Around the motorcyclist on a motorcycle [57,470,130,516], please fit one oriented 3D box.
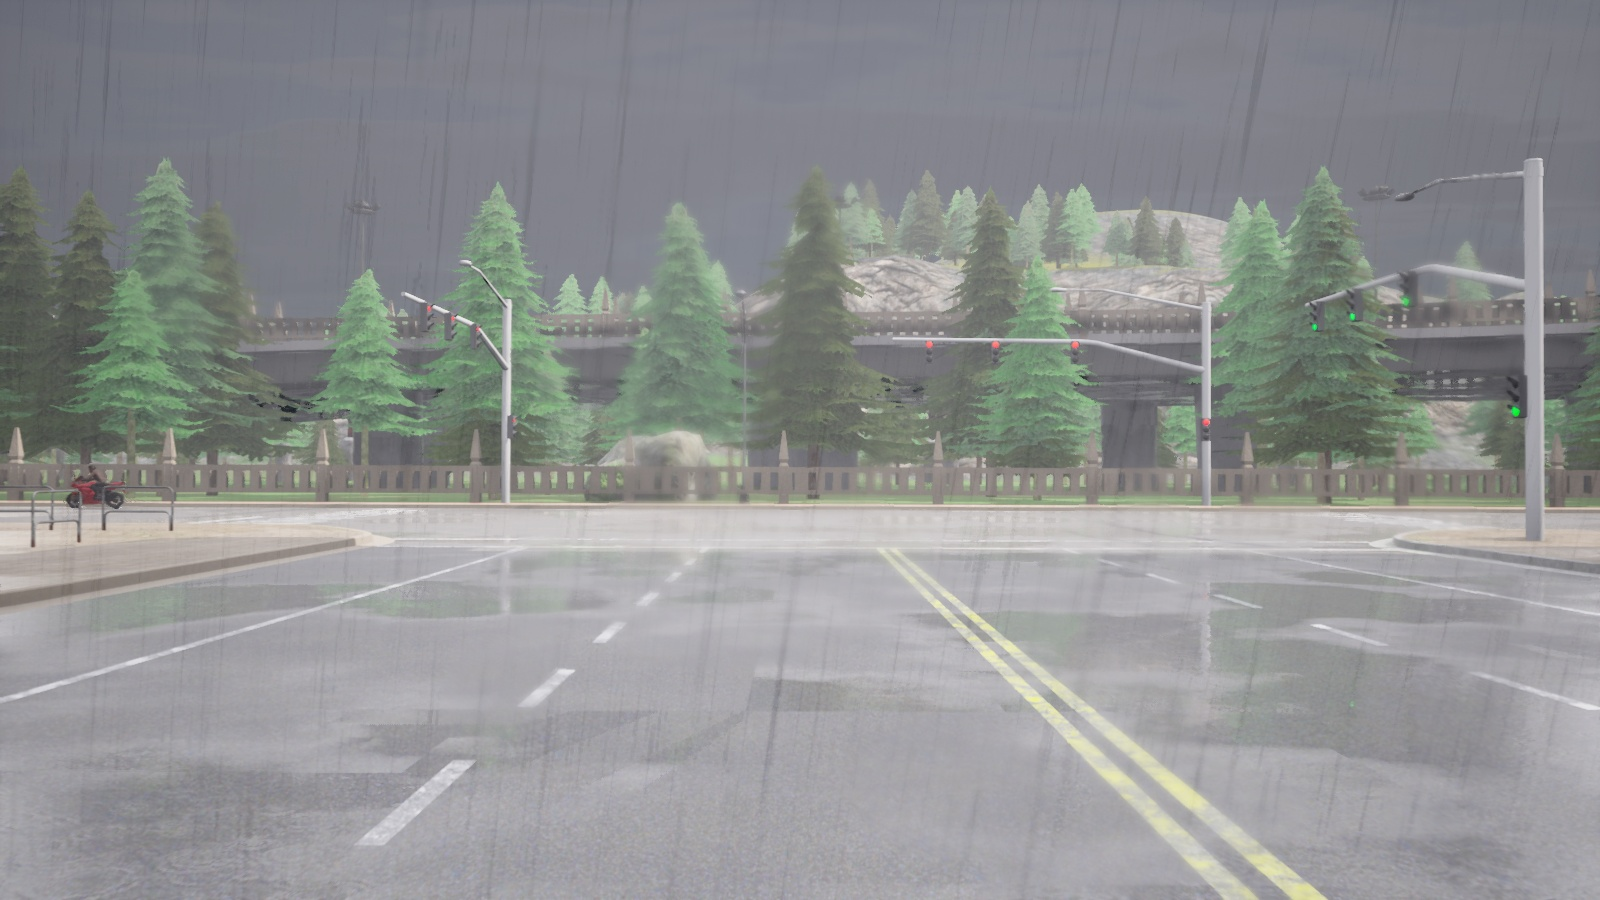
[{"bbox_3d":[-24.176,1.467,42.979,2.044,1.523,0.797,0,-1,1],"label":"motorcyclist on a motorcycle"}]
